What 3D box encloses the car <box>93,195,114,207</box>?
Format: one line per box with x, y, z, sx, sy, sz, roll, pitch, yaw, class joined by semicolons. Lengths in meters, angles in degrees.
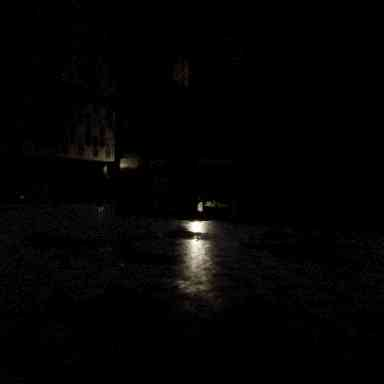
-11.554;1.233;46.561;1.837;1.490;4.892;2;1;35;car
